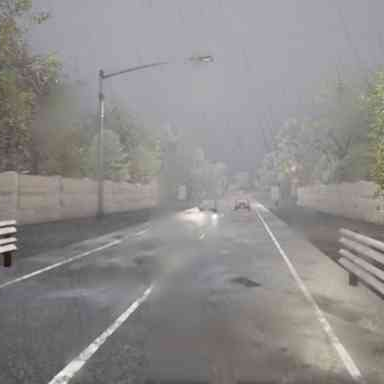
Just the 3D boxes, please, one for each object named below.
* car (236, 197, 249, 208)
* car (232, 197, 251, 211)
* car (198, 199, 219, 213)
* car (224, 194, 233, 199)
[{"bbox_3d":[7.761,1.557,50.614,1.837,1.490,4.892,1,0,9],"label":"car"},{"bbox_3d":[6.231,1.561,41.199,1.812,1.442,4.674,0,-1,9],"label":"car"},{"bbox_3d":[1.907,1.527,36.841,1.812,1.442,4.674,1,0,9],"label":"car"},{"bbox_3d":[8.780,1.055,78.876,2.097,1.767,4.553,1,0,9],"label":"car"}]
